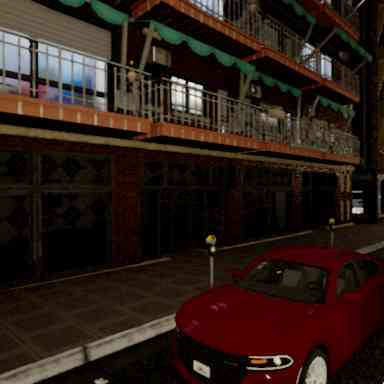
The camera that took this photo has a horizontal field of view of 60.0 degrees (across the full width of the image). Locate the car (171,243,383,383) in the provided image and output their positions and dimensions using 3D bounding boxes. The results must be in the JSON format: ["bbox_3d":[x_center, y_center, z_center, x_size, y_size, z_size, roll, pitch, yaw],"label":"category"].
[{"bbox_3d":[1.688,1.542,4.951,4.507,1.381,1.887,0,0,-45],"label":"car"}]
